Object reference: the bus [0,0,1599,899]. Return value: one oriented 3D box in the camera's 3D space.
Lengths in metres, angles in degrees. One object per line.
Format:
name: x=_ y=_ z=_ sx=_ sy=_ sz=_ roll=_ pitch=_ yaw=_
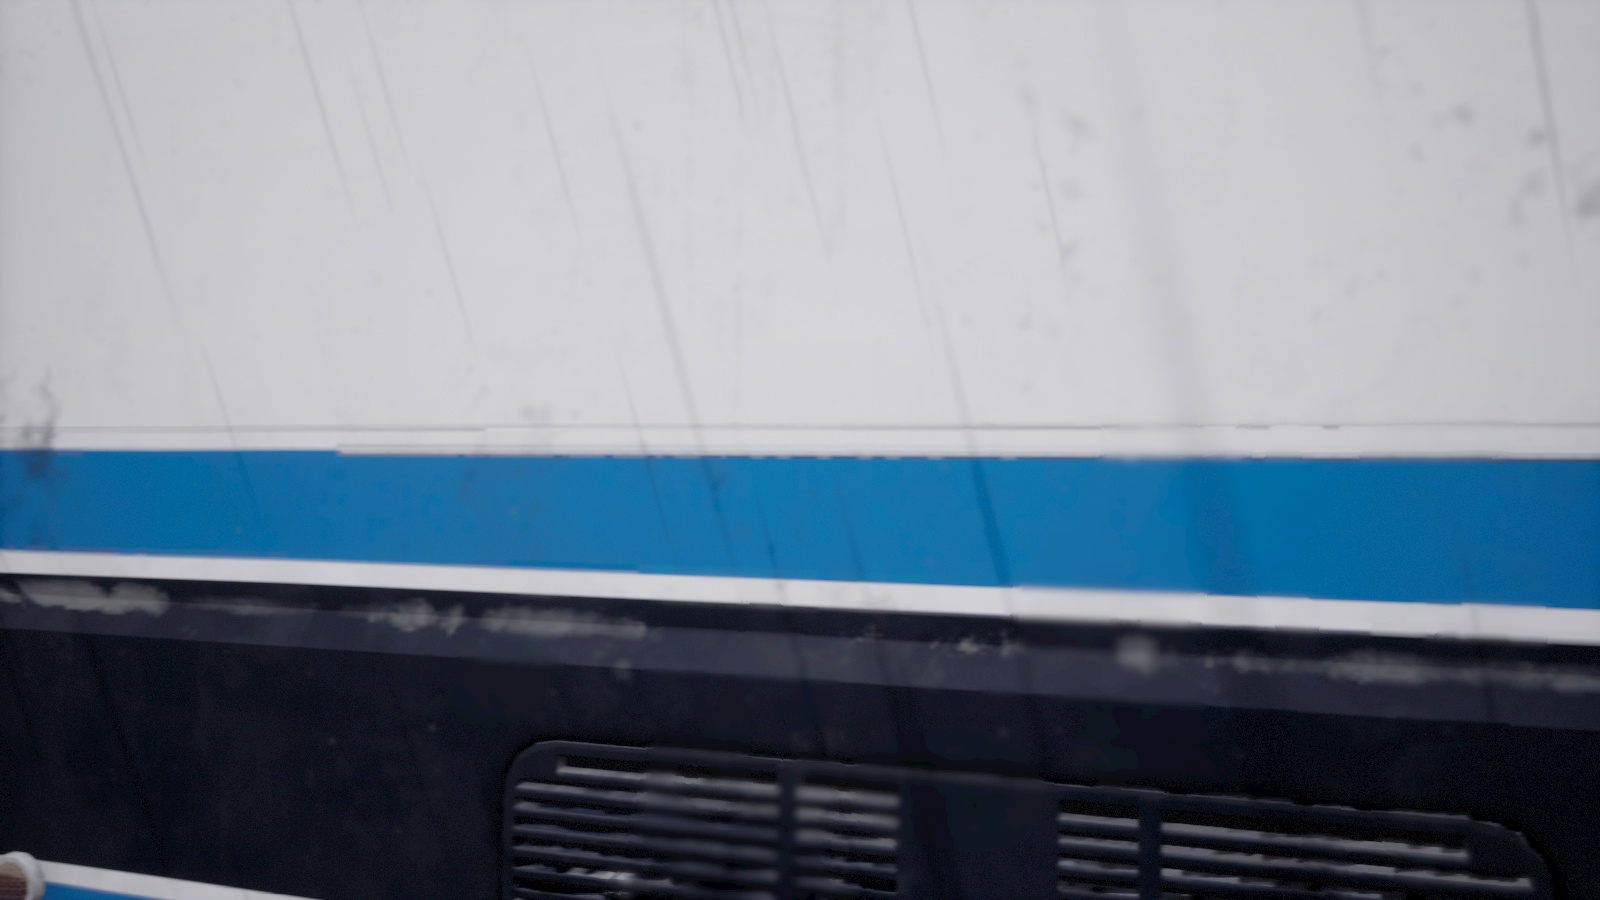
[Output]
bus: x=-0.065 y=-0.602 z=3.195 sx=10.273 sy=4.253 sz=3.944 roll=1 pitch=1 yaw=19
